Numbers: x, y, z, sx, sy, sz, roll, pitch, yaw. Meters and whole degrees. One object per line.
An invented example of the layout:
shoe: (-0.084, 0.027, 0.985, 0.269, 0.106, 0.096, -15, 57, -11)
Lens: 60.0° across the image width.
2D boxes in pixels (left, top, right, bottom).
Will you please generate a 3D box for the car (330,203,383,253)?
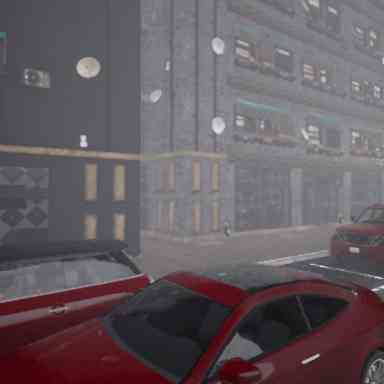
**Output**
car: (6.618, 1.308, 10.800, 5.009, 1.841, 2.192, 0, 0, -35)

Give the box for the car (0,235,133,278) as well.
car: (-2.489, 1.438, 4.323, 4.097, 1.590, 1.967, 0, 0, -35)

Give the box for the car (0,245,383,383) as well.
car: (0.240, 1.524, 3.240, 4.674, 1.442, 1.812, 0, 0, -35)
